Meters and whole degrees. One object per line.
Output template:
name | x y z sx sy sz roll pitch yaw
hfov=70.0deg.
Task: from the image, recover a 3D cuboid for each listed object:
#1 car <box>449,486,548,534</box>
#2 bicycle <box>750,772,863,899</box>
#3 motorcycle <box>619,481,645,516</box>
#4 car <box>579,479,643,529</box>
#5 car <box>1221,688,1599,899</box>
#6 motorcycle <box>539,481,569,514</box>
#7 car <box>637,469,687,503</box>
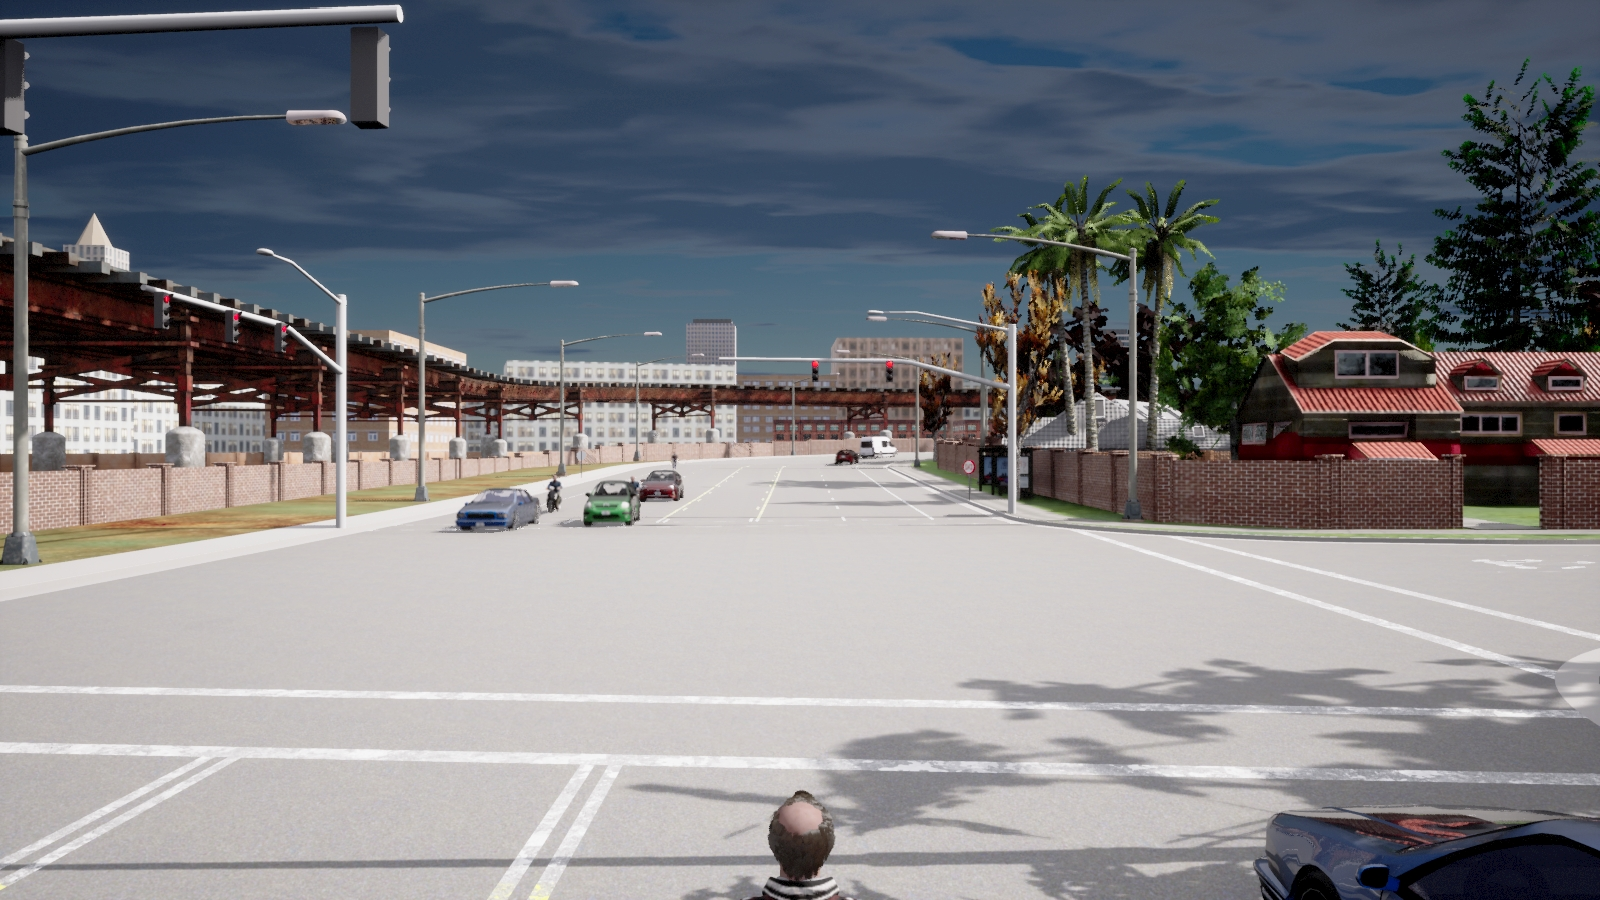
car | -10.513 2.058 40.324 2.033 1.411 5.357 0 0 1
bicycle | 0.019 2.048 3.681 0.329 1.496 1.835 0 0 0
motorcycle | -7.042 2.027 47.973 0.856 1.341 1.805 0 1 0
car | -6.876 1.941 41.955 1.851 1.617 3.988 0 0 -3
car | 3.467 2.106 4.038 2.033 1.411 5.357 0 0 1
motorcycle | -10.517 2.018 48.887 0.856 1.341 1.805 0 1 0
car | -7.039 1.813 58.711 2.007 1.525 4.514 0 1 0
